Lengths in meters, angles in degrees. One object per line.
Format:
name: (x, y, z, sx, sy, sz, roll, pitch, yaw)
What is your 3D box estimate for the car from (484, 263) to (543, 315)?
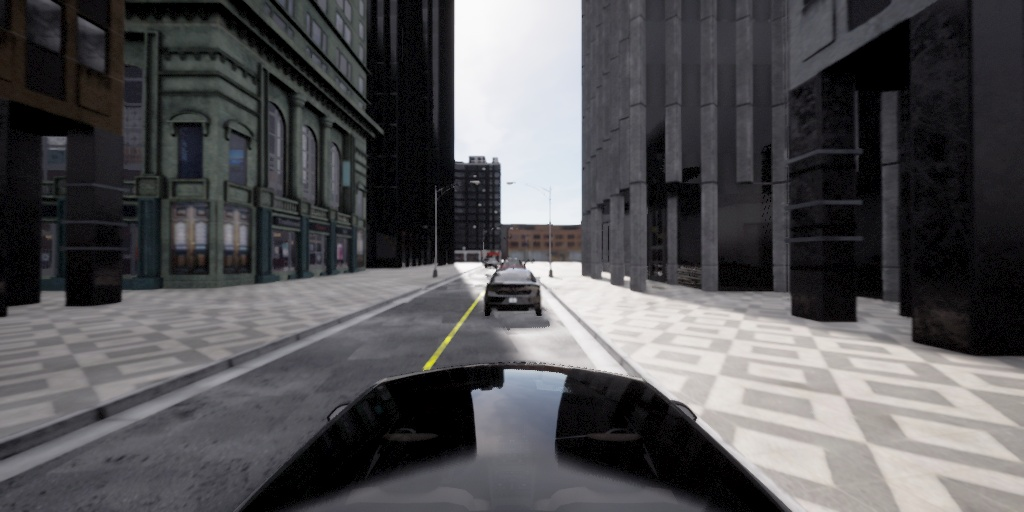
car: (0.058, 1.171, 13.242, 1.882, 1.535, 5.008, 0, 0, 1)

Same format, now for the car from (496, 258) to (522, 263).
car: (0.053, 0.974, 28.489, 2.097, 1.767, 4.553, 0, 0, 0)

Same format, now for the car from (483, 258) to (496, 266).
car: (-3.093, 1.048, 52.955, 1.837, 1.490, 4.892, 0, 0, 0)
